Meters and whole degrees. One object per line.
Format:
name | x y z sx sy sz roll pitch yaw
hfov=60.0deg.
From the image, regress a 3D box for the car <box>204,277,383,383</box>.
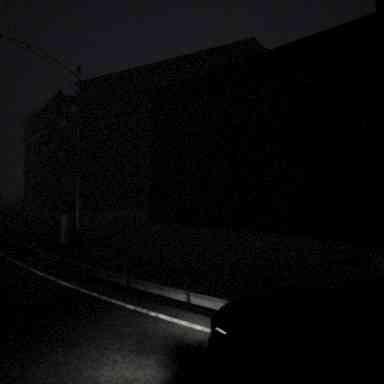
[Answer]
car | 2.353 1.547 3.228 4.674 1.442 1.812 -1 -1 33
